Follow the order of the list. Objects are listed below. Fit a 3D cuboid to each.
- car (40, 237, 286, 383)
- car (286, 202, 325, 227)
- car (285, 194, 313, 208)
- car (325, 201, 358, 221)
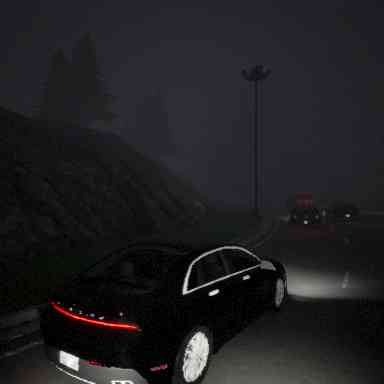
[{"bbox_3d":[0.062,1.504,5.467,1.837,1.490,4.892,0,0,33],"label":"car"},{"bbox_3d":[7.707,1.601,22.941,1.895,1.301,4.718,0,0,15],"label":"car"},{"bbox_3d":[13.186,1.222,41.082,2.150,2.045,5.566,0,0,1],"label":"car"},{"bbox_3d":[12.059,1.506,27.188,1.837,1.490,4.892,0,0,11],"label":"car"}]
